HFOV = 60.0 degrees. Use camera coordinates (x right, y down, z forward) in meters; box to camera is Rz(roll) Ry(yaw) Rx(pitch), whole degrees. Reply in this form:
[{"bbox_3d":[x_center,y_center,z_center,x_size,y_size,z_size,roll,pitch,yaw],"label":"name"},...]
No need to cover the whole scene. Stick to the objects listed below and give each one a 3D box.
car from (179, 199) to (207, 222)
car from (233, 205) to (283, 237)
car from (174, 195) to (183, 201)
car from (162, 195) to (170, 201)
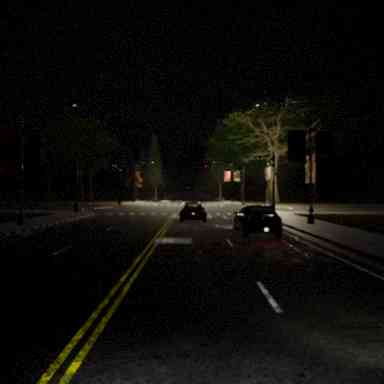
[{"bbox_3d":[0.093,1.474,25.251,1.994,1.385,4.181,0,0,0],"label":"car"},{"bbox_3d":[3.346,1.431,17.381,1.837,1.490,4.892,0,0,0],"label":"car"},{"bbox_3d":[-3.270,1.517,82.985,1.994,1.385,4.181,0,0,0],"label":"car"},{"bbox_3d":[-6.520,1.490,82.988,2.128,1.511,4.902,0,0,0],"label":"car"}]
